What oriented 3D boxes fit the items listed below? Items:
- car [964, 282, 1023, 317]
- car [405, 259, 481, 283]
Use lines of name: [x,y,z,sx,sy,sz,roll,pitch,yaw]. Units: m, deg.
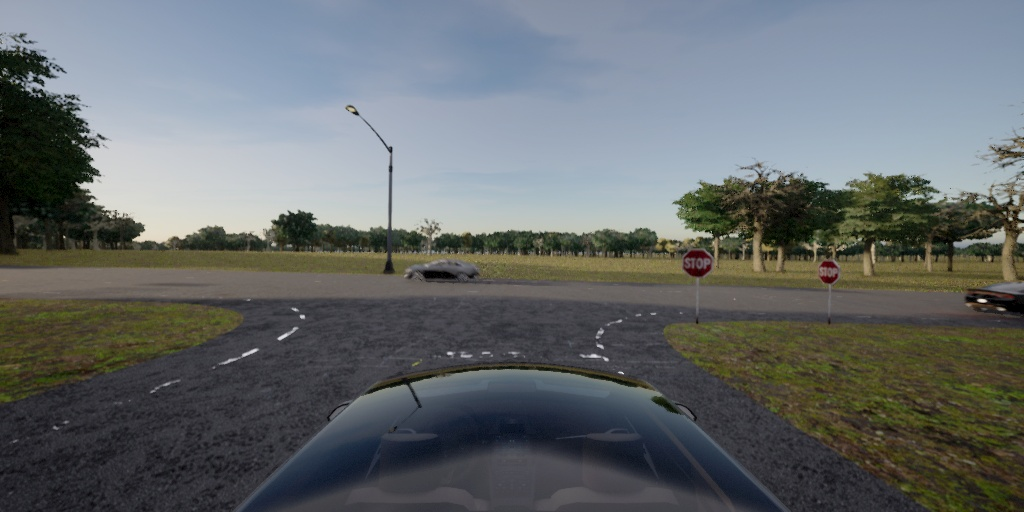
car: [24.091,1.980,16.455,5.008,1.535,1.882,2,2,1]
car: [-4.543,0.955,23.791,4.902,1.511,2.128,1,1,1]
